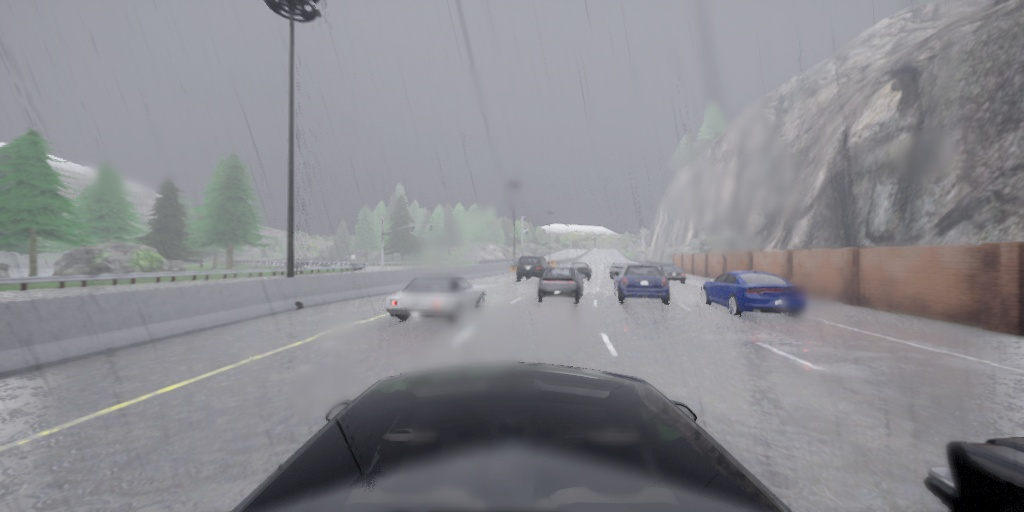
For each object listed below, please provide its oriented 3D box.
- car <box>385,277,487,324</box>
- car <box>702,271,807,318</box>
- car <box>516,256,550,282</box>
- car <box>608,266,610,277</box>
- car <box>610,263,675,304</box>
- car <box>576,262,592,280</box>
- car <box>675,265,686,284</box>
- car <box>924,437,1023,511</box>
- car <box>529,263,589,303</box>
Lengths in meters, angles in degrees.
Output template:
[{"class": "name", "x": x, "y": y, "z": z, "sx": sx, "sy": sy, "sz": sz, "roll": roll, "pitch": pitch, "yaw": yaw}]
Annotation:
[{"class": "car", "x": -2.249, "y": 1.358, "z": 12.127, "sx": 1.895, "sy": 1.301, "sz": 4.718, "roll": 0, "pitch": 0, "yaw": 10}, {"class": "car", "x": 8.742, "y": 1.285, "z": 13.443, "sx": 1.882, "sy": 1.535, "sz": 5.008, "roll": 0, "pitch": 0, "yaw": 12}, {"class": "car", "x": 1.849, "y": 1.025, "z": 29.618, "sx": 2.150, "sy": 2.045, "sz": 5.566, "roll": 0, "pitch": 0, "yaw": 14}, {"class": "car", "x": 9.822, "y": 1.335, "z": 32.616, "sx": 2.128, "sy": 1.511, "sz": 4.902, "roll": 0, "pitch": 0, "yaw": 14}, {"class": "car", "x": 5.984, "y": 1.154, "z": 17.003, "sx": 2.097, "sy": 1.767, "sz": 4.553, "roll": 0, "pitch": 0, "yaw": 13}, {"class": "car", "x": 6.164, "y": 1.305, "z": 32.477, "sx": 1.882, "sy": 1.535, "sz": 5.008, "roll": 0, "pitch": 0, "yaw": 14}, {"class": "car", "x": 12.388, "y": 1.395, "z": 28.493, "sx": 2.033, "sy": 1.411, "sz": 5.357, "roll": 0, "pitch": 0, "yaw": 14}, {"class": "car", "x": 3.647, "y": 1.364, "z": 0.144, "sx": 1.895, "sy": 1.301, "sz": 4.718, "roll": 0, "pitch": 0, "yaw": -1}, {"class": "car", "x": 2.364, "y": 1.277, "z": 16.912, "sx": 2.128, "sy": 1.511, "sz": 4.902, "roll": 0, "pitch": 0, "yaw": 13}]
